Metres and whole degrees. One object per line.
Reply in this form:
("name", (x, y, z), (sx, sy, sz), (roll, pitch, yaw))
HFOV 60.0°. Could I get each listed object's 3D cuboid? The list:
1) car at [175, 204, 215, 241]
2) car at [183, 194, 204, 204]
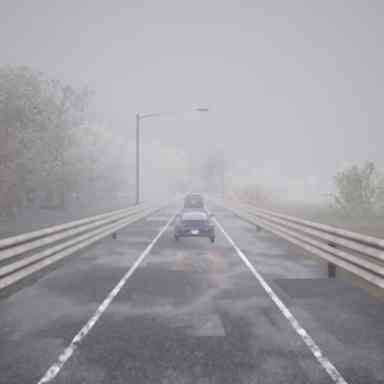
("car", (0.126, 1.528, 16.492), (1.812, 1.442, 4.674), (0, 0, 0))
("car", (0.190, 1.223, 36.976), (2.150, 2.045, 5.566), (0, 0, 0))
